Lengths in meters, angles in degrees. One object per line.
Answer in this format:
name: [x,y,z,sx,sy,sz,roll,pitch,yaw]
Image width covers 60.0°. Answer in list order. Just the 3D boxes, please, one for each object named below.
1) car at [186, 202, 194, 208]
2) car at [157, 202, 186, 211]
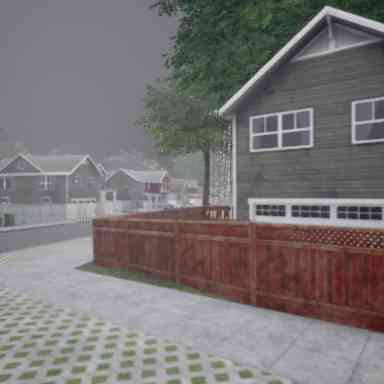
car: [-0.981,2.300,52.092,1.994,1.385,4.181,0,-1,15]
car: [-2.432,2.099,36.383,1.994,1.385,4.181,0,-1,15]
